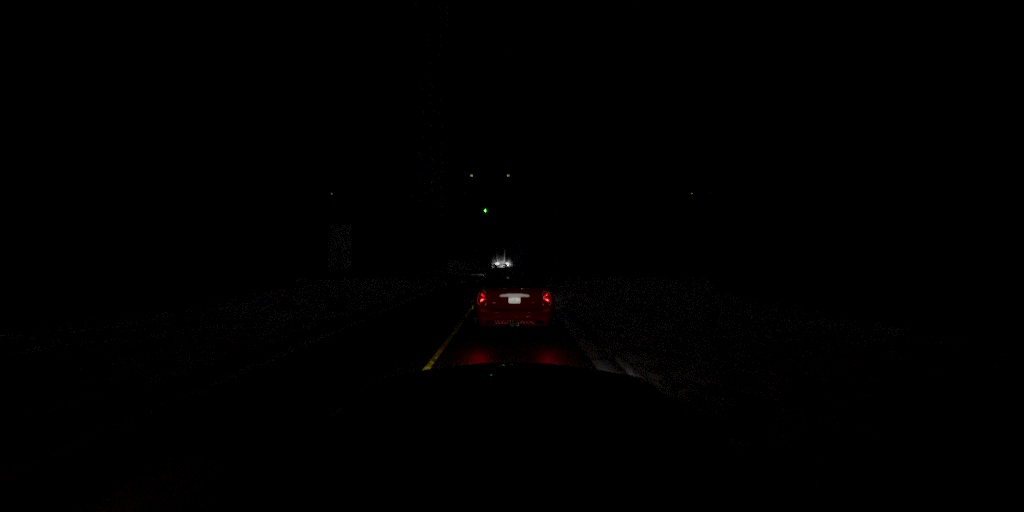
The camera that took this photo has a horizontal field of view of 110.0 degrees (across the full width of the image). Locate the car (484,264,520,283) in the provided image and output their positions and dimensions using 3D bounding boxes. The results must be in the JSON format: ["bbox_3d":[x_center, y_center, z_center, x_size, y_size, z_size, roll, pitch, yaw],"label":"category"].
[{"bbox_3d":[-0.903,1.337,29.236,1.895,1.301,4.718,0,0,-14],"label":"car"}]

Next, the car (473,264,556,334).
[{"bbox_3d":[0.066,1.098,10.807,2.097,1.767,4.553,0,0,0],"label":"car"}]
